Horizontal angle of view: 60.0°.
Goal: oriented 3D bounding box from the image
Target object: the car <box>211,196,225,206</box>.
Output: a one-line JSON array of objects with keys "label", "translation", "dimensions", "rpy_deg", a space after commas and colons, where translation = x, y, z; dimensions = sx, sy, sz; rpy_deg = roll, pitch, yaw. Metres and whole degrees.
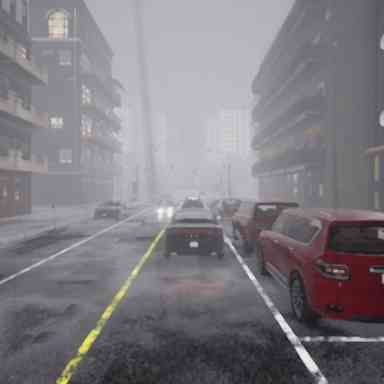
[{"label": "car", "translation": [2.689, 1.102, 23.851], "dimensions": [1.967, 1.590, 4.097], "rpy_deg": [0, 1, 0]}]

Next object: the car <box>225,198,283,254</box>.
[{"label": "car", "translation": [2.691, 1.134, 12.523], "dimensions": [2.192, 1.841, 5.009], "rpy_deg": [0, 1, 0]}]

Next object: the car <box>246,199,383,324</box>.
[{"label": "car", "translation": [2.692, 1.215, 6.857], "dimensions": [2.192, 1.841, 5.009], "rpy_deg": [0, 1, 0]}]

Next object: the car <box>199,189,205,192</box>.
[{"label": "car", "translation": [2.678, 0.132, 89.927], "dimensions": [2.192, 1.841, 5.009], "rpy_deg": [0, 1, 0]}]

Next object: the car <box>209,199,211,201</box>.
[{"label": "car", "translation": [2.687, 1.092, 35.183], "dimensions": [1.802, 1.307, 4.206], "rpy_deg": [0, 1, 0]}]

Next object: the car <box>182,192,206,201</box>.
[{"label": "car", "translation": [0.079, 1.068, 30.152], "dimensions": [2.128, 1.511, 4.902], "rpy_deg": [0, 1, 0]}]

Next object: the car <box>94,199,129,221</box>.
[{"label": "car", "translation": [-5.692, 1.206, 23.852], "dimensions": [1.887, 1.381, 4.507], "rpy_deg": [0, 1, 0]}]

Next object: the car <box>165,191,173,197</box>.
[{"label": "car", "translation": [-5.790, 0.428, 84.407], "dimensions": [1.887, 1.381, 4.507], "rpy_deg": [0, 1, 0]}]

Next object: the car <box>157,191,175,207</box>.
[{"label": "car", "translation": [-3.092, 0.941, 39.747], "dimensions": [2.128, 1.511, 4.902], "rpy_deg": [0, 1, 0]}]

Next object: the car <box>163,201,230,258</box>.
[{"label": "car", "translation": [0.068, 1.304, 11.980], "dimensions": [1.882, 1.535, 5.008], "rpy_deg": [0, 1, 0]}]

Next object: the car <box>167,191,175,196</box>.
[{"label": "car", "translation": [-5.703, 0.382, 89.929], "dimensions": [1.947, 1.339, 4.313], "rpy_deg": [0, 1, 0]}]
